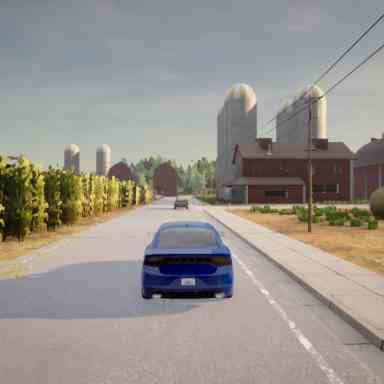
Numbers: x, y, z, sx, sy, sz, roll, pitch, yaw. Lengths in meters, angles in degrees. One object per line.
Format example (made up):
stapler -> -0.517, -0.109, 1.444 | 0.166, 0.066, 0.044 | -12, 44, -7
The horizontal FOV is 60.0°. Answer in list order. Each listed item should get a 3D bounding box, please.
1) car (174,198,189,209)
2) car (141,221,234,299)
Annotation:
car -> -1.443, 1.489, 44.311 | 2.128, 1.511, 4.902 | 0, 0, -2
car -> -0.141, 1.478, 8.510 | 1.882, 1.535, 5.008 | 0, 0, -2
